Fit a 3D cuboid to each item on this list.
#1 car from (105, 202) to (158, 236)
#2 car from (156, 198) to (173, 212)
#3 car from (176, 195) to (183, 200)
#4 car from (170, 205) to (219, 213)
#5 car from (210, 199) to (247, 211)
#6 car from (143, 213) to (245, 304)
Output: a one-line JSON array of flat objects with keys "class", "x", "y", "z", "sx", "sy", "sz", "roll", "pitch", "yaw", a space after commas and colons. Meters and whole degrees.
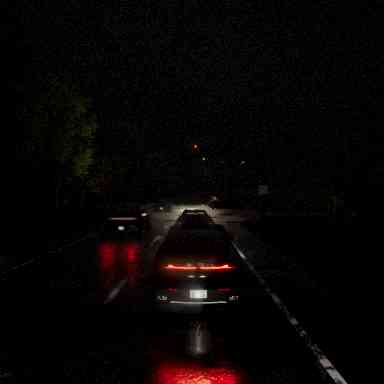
[{"class": "car", "x": -3.361, "y": 1.496, "z": 18.223, "sx": 2.128, "sy": 1.511, "sz": 4.902, "roll": 0, "pitch": 0, "yaw": 0}, {"class": "car", "x": -3.319, "y": 1.513, "z": 38.689, "sx": 1.837, "sy": 1.490, "sz": 4.892, "roll": 0, "pitch": 0, "yaw": 0}, {"class": "car", "x": -3.311, "y": 1.538, "z": 90.202, "sx": 2.033, "sy": 1.411, "sz": 5.357, "roll": 0, "pitch": 0, "yaw": 0}, {"class": "car", "x": 0.135, "y": 1.568, "z": 17.050, "sx": 1.994, "sy": 1.385, "sz": 4.181, "roll": 0, "pitch": 0, "yaw": 0}, {"class": "car", "x": 4.532, "y": 1.584, "z": 42.615, "sx": 5.008, "sy": 1.535, "sz": 1.882, "roll": 3, "pitch": 2, "yaw": 37}, {"class": "car", "x": 0.116, "y": 1.507, "z": 8.141, "sx": 1.837, "sy": 1.490, "sz": 4.892, "roll": 0, "pitch": 0, "yaw": 0}]
